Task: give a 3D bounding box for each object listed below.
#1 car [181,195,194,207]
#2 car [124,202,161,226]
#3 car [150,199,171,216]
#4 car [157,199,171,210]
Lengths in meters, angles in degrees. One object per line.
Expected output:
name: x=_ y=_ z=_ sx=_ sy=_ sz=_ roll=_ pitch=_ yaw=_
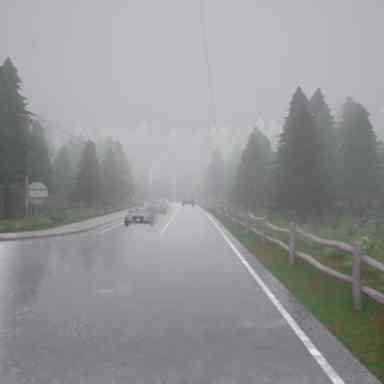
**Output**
car: x=-0.756 y=1.579 z=60.965 sx=2.150 sy=2.045 sz=5.566 roll=0 pitch=0 yaw=-2
car: x=-3.636 y=1.704 z=24.288 sx=1.994 sy=1.385 sz=4.181 roll=0 pitch=0 yaw=0
car: x=-3.737 y=1.558 z=35.748 sx=2.097 sy=1.767 sz=4.553 roll=0 pitch=0 yaw=-1
car: x=-4.093 y=1.816 z=49.137 sx=1.812 sy=1.442 sz=4.674 roll=0 pitch=0 yaw=-2
